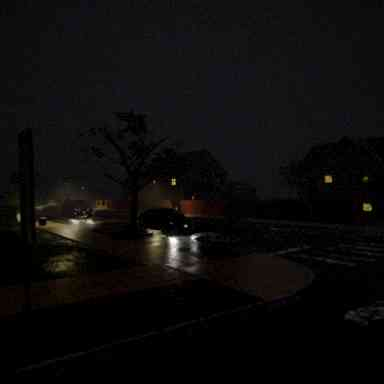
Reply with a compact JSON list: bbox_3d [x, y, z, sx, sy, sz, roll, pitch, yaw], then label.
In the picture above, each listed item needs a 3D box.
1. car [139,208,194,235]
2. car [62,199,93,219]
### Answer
[{"bbox_3d":[-1.784,1.816,21.675,1.837,1.490,4.892,-2,0,-36],"label":"car"},{"bbox_3d":[-12.877,1.818,37.085,2.150,2.045,5.566,-2,1,-36],"label":"car"}]
